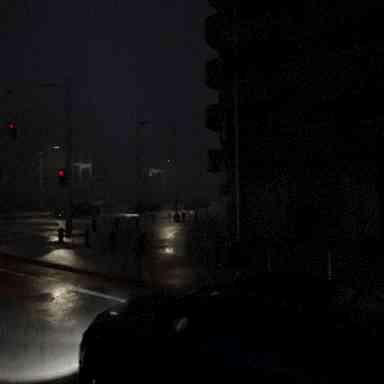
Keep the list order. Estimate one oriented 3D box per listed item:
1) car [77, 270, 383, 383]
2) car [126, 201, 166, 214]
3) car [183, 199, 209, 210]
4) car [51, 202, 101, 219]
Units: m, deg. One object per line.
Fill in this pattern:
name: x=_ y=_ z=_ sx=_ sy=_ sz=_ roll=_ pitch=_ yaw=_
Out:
car: x=0.709 y=1.581 z=3.493 sx=4.181 sy=1.385 sz=1.994 roll=-1 pitch=0 yaw=35
car: x=-5.404 y=1.830 z=40.028 sx=2.033 sy=1.411 sz=5.357 roll=-1 pitch=-1 yaw=36
car: x=0.648 y=1.786 z=48.387 sx=1.837 sy=1.490 sz=4.892 roll=-1 pitch=0 yaw=36
car: x=-11.132 y=1.788 z=32.095 sx=1.837 sy=1.490 sz=4.892 roll=-1 pitch=0 yaw=36
